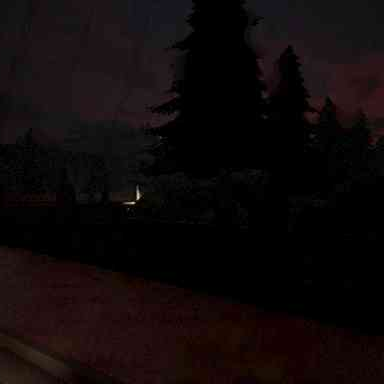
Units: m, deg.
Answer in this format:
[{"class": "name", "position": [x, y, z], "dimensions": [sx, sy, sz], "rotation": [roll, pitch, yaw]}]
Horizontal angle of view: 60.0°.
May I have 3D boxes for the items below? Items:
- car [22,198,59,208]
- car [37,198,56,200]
[{"class": "car", "position": [-22.496, 1.615, 49.556], "dimensions": [1.895, 1.301, 4.718], "rotation": [0, 0, 36]}, {"class": "car", "position": [-19.558, 1.539, 47.649], "dimensions": [1.812, 1.442, 4.674], "rotation": [0, 0, 36]}]
